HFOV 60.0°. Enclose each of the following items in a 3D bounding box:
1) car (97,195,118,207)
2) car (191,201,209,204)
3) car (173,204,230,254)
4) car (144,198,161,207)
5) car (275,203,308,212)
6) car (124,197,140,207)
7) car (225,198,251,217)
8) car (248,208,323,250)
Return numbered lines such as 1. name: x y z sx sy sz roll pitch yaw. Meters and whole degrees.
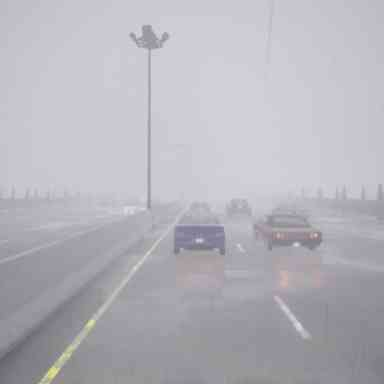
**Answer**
1. car: -12.882 1.331 50.895 2.097 1.767 4.553 0 0 2
2. car: 0.778 1.553 31.985 1.994 1.385 4.181 0 0 2
3. car: 0.304 1.473 13.587 1.882 1.535 5.008 0 0 1
4. car: -5.911 1.582 50.025 1.895 1.301 4.718 0 0 2
5. car: 7.626 1.541 26.205 2.033 1.411 5.357 0 0 2
6. car: -9.347 1.471 52.058 2.128 1.511 4.902 0 0 2
7. car: 4.261 1.342 31.261 2.097 1.767 4.553 0 0 2
8. car: 3.815 1.597 14.187 1.895 1.301 4.718 0 0 1
